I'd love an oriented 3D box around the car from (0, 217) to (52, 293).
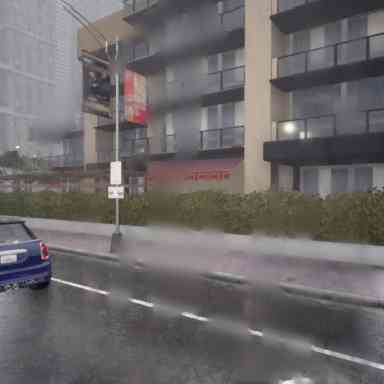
[{"bbox_3d":[-5.376,1.352,7.851,4.553,1.767,2.097,0,0,35],"label":"car"}]
